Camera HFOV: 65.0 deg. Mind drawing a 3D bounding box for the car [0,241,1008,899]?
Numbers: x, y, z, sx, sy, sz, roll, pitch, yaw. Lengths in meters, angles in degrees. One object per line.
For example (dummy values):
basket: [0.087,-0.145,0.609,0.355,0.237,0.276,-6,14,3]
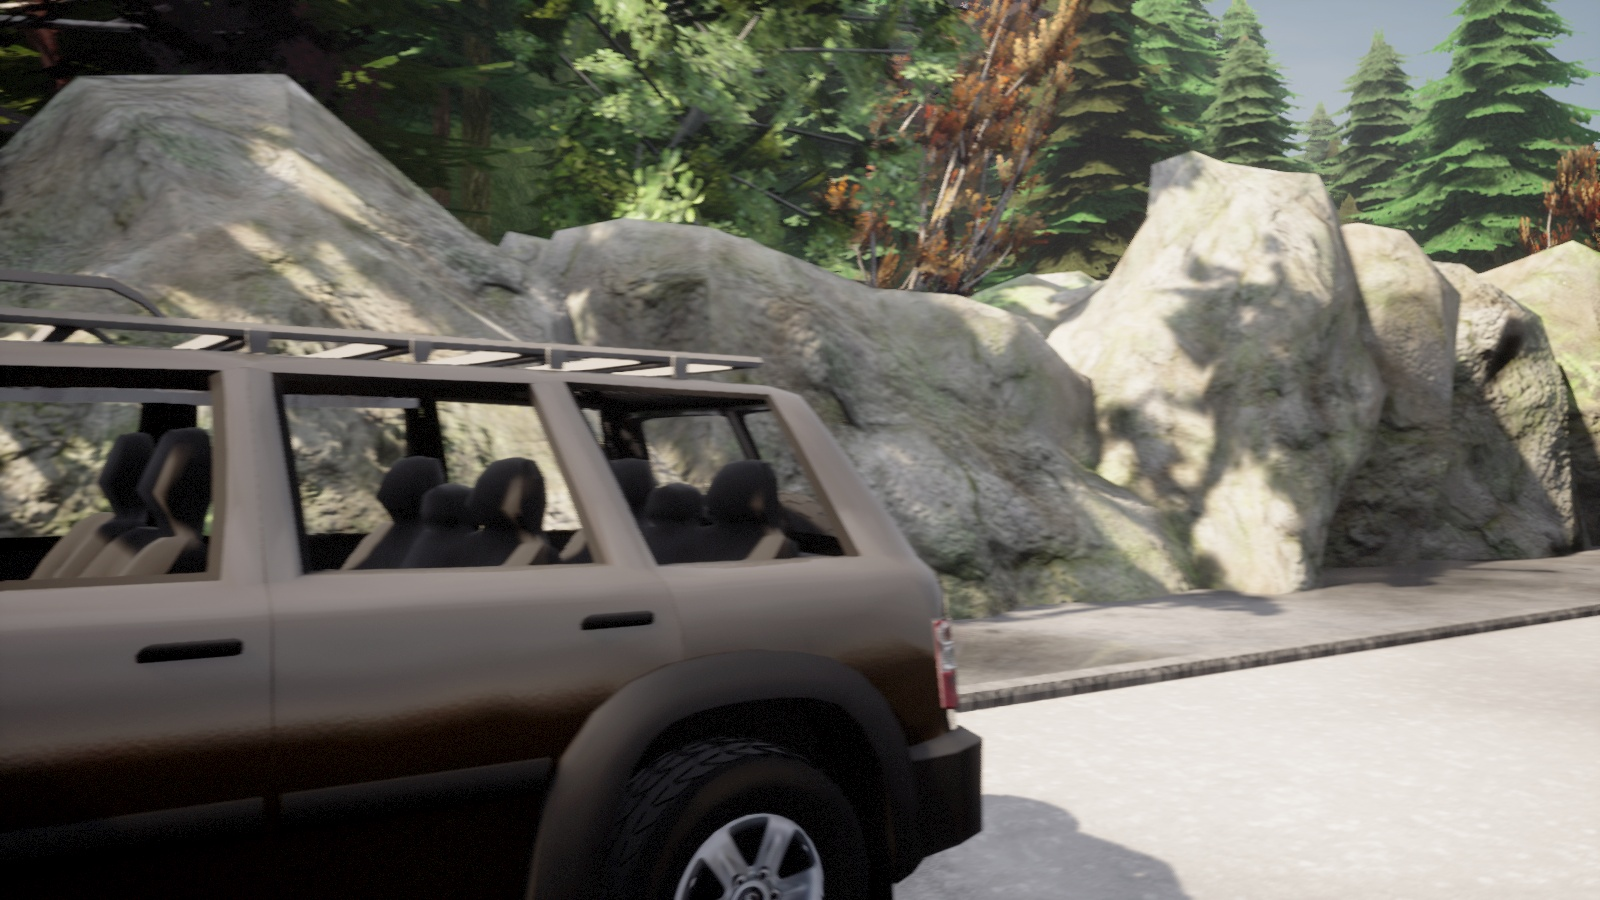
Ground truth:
car: [-1.868,0.574,2.965,4.605,1.855,1.932,1,-1,-35]
